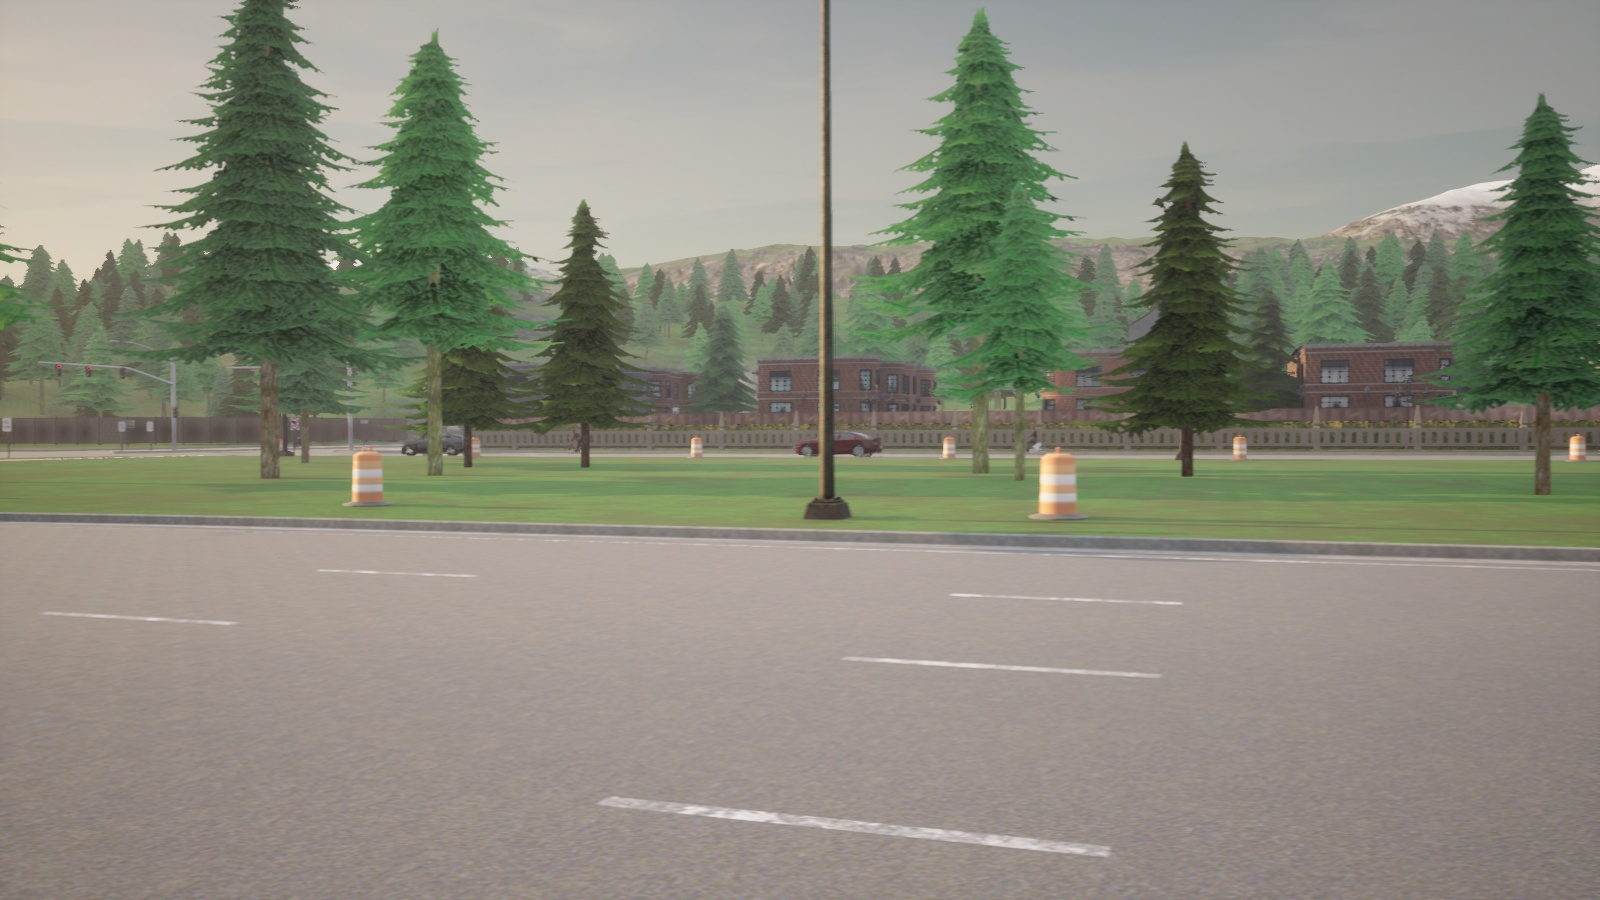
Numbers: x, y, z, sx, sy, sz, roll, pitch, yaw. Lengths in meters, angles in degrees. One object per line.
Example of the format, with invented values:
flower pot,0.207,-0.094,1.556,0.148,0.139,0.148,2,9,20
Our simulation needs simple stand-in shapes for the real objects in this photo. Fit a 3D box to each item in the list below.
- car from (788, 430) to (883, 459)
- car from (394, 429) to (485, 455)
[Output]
car,2.022,-0.327,71.074,5.008,1.535,1.882,1,1,18
car,-21.626,-0.504,75.269,4.902,1.511,2.128,1,1,18
